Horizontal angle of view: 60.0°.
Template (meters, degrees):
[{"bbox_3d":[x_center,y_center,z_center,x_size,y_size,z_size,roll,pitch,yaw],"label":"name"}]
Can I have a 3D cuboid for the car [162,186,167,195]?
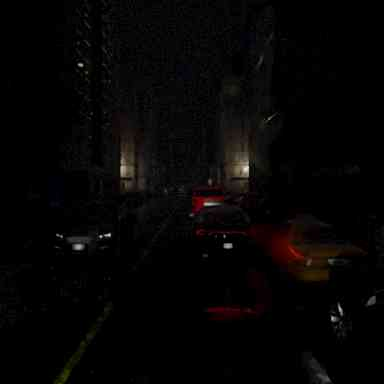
[{"bbox_3d":[-5.492,0.035,52.823,1.947,1.339,4.313,0,2,0],"label":"car"}]

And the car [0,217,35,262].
[{"bbox_3d":[-5.640,1.327,8.642,1.802,1.307,4.206,0,2,0],"label":"car"}]

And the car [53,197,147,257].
[{"bbox_3d":[-3.064,1.157,11.436,2.128,1.511,4.902,0,2,0],"label":"car"}]

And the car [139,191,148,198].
[{"bbox_3d":[-5.566,0.673,30.732,1.947,1.339,4.313,0,2,0],"label":"car"}]

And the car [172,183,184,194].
[{"bbox_3d":[-2.774,-0.709,67.966,2.150,2.045,5.566,0,2,0],"label":"car"}]

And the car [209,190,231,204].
[{"bbox_3d":[2.978,0.501,36.237,2.008,1.369,4.403,0,2,0],"label":"car"}]

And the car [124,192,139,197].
[{"bbox_3d":[-5.585,0.833,25.209,1.947,1.339,4.313,0,2,0],"label":"car"}]

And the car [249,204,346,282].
[{"bbox_3d":[2.887,1.268,8.800,1.752,1.417,4.829,0,2,0],"label":"car"}]

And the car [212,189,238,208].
[{"bbox_3d":[2.960,0.550,30.713,1.967,1.590,4.097,0,2,0],"label":"car"}]

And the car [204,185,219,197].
[{"bbox_3d":[3.034,-0.212,52.795,2.192,1.841,5.009,0,2,0],"label":"car"}]

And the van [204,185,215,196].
[{"bbox_3d":[3.052,-0.346,58.316,1.690,1.788,3.998,0,2,0],"label":"van"}]

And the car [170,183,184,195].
[{"bbox_3d":[-2.807,-0.416,61.039,2.097,1.767,4.553,0,2,0],"label":"car"}]

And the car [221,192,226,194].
[{"bbox_3d":[2.923,0.949,19.843,1.752,1.417,4.829,0,2,0],"label":"car"}]

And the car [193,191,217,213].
[{"bbox_3d":[0.989,0.743,27.009,1.812,1.442,4.674,0,2,0],"label":"car"}]

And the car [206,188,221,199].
[{"bbox_3d":[3.015,0.198,47.280,1.947,1.339,4.313,0,2,0],"label":"car"}]

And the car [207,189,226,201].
[{"bbox_3d":[2.997,0.342,41.758,2.008,1.369,4.403,0,2,0],"label":"car"}]

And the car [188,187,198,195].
[{"bbox_3d":[0.206,-0.271,62.121,1.812,1.442,4.674,0,2,0],"label":"car"}]

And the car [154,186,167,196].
[{"bbox_3d":[-5.474,-0.250,58.342,1.967,1.590,4.097,0,2,0],"label":"car"}]

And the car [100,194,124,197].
[{"bbox_3d":[-5.603,0.971,19.686,1.887,1.381,4.507,0,2,0],"label":"car"}]

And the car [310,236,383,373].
[{"bbox_3d":[2.868,1.473,3.110,1.947,1.339,4.313,0,2,0],"label":"car"}]

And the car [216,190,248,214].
[{"bbox_3d":[2.941,0.710,25.192,1.967,1.590,4.097,0,2,0],"label":"car"}]

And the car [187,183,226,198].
[{"bbox_3d":[0.969,0.612,21.033,2.150,2.045,5.566,0,2,0],"label":"car"}]

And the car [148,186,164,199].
[{"bbox_3d":[-5.511,0.211,47.301,1.802,1.307,4.206,0,2,0],"label":"car"}]

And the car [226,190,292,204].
[{"bbox_3d":[2.905,0.903,14.145,2.192,1.841,5.009,0,2,0],"label":"car"}]

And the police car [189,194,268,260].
[{"bbox_3d":[0.936,1.101,11.123,1.930,1.638,5.238,0,2,0],"label":"police car"}]
